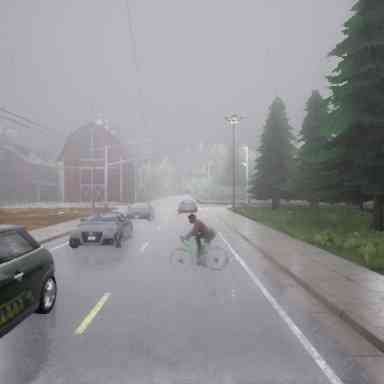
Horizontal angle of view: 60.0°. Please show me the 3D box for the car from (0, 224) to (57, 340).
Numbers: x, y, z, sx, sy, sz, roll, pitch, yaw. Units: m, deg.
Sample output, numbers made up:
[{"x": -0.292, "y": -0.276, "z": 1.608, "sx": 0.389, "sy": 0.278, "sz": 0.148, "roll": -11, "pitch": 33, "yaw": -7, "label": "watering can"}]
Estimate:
[{"x": -3.651, "y": 1.351, "z": 4.562, "sx": 2.097, "sy": 1.767, "sz": 4.553, "roll": 0, "pitch": 0, "yaw": -1, "label": "car"}]

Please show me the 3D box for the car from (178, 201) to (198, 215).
[{"x": -0.440, "y": 1.561, "z": 34.247, "sx": 1.994, "sy": 1.385, "sz": 4.181, "roll": 0, "pitch": 0, "yaw": -1, "label": "car"}]

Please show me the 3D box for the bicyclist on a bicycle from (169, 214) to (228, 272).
[{"x": 0.176, "y": 1.442, "z": 9.331, "sx": 1.656, "sy": 1.620, "sz": 0.582, "roll": -1, "pitch": 0, "yaw": -1, "label": "bicyclist on a bicycle"}]

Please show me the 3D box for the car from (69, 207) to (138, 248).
[{"x": -3.815, "y": 1.563, "z": 14.546, "sx": 1.994, "sy": 1.385, "sz": 4.181, "roll": 0, "pitch": 0, "yaw": -1, "label": "car"}]

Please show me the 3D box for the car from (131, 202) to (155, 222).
[{"x": -3.995, "y": 1.523, "z": 26.254, "sx": 1.812, "sy": 1.442, "sz": 4.674, "roll": 0, "pitch": 0, "yaw": -1, "label": "car"}]
